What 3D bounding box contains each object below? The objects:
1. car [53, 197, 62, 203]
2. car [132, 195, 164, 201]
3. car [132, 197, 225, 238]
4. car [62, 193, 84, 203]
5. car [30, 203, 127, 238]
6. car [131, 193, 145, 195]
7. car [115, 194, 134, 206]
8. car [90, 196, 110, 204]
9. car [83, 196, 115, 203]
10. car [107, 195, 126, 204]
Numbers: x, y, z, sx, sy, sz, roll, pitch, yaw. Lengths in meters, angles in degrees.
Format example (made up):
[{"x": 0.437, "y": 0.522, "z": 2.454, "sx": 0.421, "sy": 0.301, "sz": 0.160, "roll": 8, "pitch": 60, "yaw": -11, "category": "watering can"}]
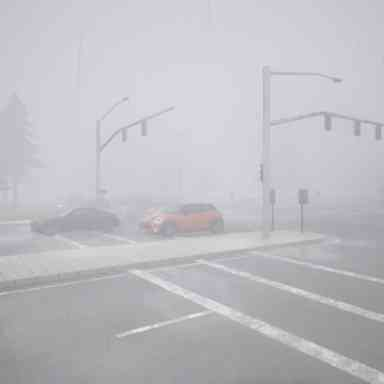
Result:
[{"x": -23.411, "y": 1.563, "z": 59.244, "sx": 1.994, "sy": 1.385, "sz": 4.181, "roll": 0, "pitch": 0, "yaw": -34, "category": "car"}, {"x": -6.255, "y": 1.503, "z": 46.869, "sx": 1.837, "sy": 1.490, "sz": 4.892, "roll": 0, "pitch": 0, "yaw": -35, "category": "car"}, {"x": -0.510, "y": 1.351, "z": 17.670, "sx": 4.553, "sy": 1.767, "sz": 2.097, "roll": 0, "pitch": 0, "yaw": -35, "category": "car"}, {"x": -17.717, "y": 1.220, "z": 51.024, "sx": 2.150, "sy": 2.045, "sz": 5.566, "roll": 0, "pitch": 0, "yaw": -35, "category": "car"}, {"x": -6.179, "y": 1.525, "z": 17.965, "sx": 4.674, "sy": 1.442, "sz": 1.812, "roll": 0, "pitch": 0, "yaw": -35, "category": "car"}, {"x": -9.009, "y": 1.220, "z": 56.921, "sx": 2.150, "sy": 2.045, "sz": 5.566, "roll": 0, "pitch": 0, "yaw": -35, "category": "car"}, {"x": -11.495, "y": 1.503, "z": 54.362, "sx": 1.837, "sy": 1.490, "sz": 4.892, "roll": 0, "pitch": 0, "yaw": -35, "category": "car"}, {"x": -17.346, "y": 1.490, "z": 62.786, "sx": 2.128, "sy": 1.511, "sz": 4.902, "roll": 0, "pitch": 0, "yaw": -35, "category": "car"}, {"x": -12.056, "y": 1.504, "z": 42.947, "sx": 1.837, "sy": 1.490, "sz": 4.892, "roll": 0, "pitch": 0, "yaw": -35, "category": "car"}, {"x": -14.795, "y": 1.476, "z": 65.274, "sx": 1.882, "sy": 1.535, "sz": 5.008, "roll": 0, "pitch": 0, "yaw": -34, "category": "car"}]
